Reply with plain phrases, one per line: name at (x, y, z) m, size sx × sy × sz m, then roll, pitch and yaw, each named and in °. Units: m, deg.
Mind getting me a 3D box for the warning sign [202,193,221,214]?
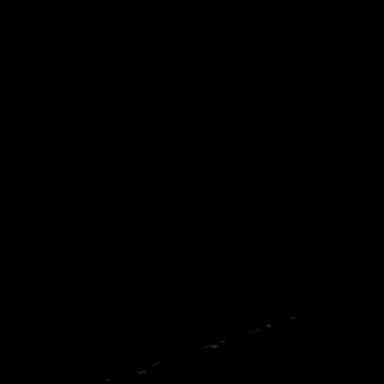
warning sign at (1.807, 1.014, 30.497) m, size 1.300 × 1.860 × 1.060 m, roll -1°, pitch 0°, yaw -36°
